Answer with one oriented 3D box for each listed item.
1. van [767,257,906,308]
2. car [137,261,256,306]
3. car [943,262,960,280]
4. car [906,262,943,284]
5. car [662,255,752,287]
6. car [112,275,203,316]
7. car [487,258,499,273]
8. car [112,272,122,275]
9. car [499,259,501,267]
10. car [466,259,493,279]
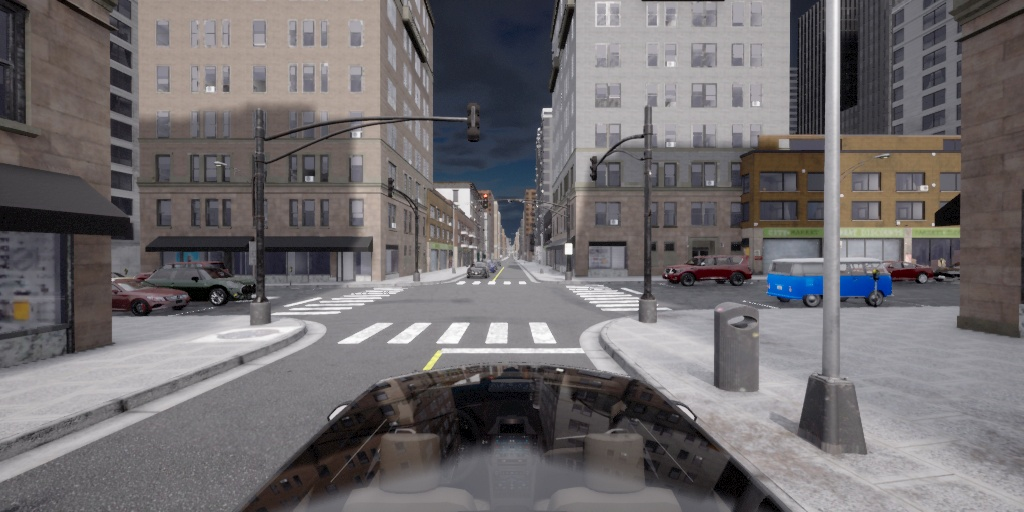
[{"bbox_3d":[12.122,0.957,13.766,3.998,1.789,1.690,0,0,0],"label":"van"},{"bbox_3d":[-14.005,1.270,16.351,4.553,1.767,2.097,-1,0,0],"label":"car"},{"bbox_3d":[28.930,0.916,22.327,4.313,1.339,1.948,0,0,0],"label":"car"},{"bbox_3d":[23.321,0.964,22.315,4.507,1.381,1.888,0,0,0],"label":"car"},{"bbox_3d":[12.103,0.872,22.291,5.009,1.841,2.192,0,0,0],"label":"car"},{"bbox_3d":[-14.814,1.528,13.708,4.207,1.307,1.802,0,0,0],"label":"car"},{"bbox_3d":[-3.073,1.116,43.545,2.097,1.767,4.553,0,0,0],"label":"car"},{"bbox_3d":[-26.012,1.552,22.210,4.829,1.417,1.751,0,0,0],"label":"car"},{"bbox_3d":[-3.067,1.283,53.693,1.837,1.490,4.892,0,0,0],"label":"car"},{"bbox_3d":[-3.082,1.260,33.387,1.837,1.490,4.892,0,0,0],"label":"car"}]
